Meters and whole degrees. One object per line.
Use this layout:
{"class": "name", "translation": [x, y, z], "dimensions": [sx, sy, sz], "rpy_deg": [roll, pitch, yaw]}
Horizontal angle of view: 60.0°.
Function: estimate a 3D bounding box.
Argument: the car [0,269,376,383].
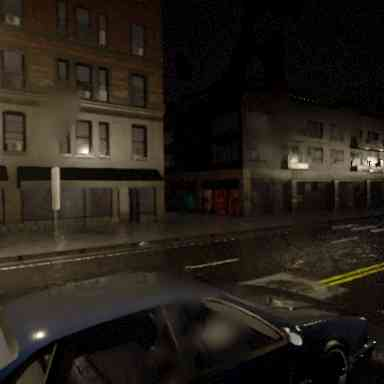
{"class": "car", "translation": [-0.440, 1.529, 3.131], "dimensions": [5.357, 1.411, 2.033], "rpy_deg": [-1, 1, -35]}
